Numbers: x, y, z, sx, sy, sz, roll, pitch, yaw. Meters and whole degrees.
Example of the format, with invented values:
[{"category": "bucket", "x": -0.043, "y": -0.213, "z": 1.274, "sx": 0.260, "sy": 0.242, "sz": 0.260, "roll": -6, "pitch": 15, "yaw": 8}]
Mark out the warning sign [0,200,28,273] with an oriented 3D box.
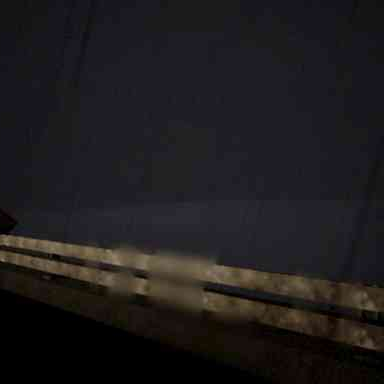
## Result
[{"category": "warning sign", "x": -5.389, "y": 1.174, "z": 9.024, "sx": 1.060, "sy": 1.860, "sz": 1.300, "roll": -2, "pitch": 0, "yaw": 36}]
